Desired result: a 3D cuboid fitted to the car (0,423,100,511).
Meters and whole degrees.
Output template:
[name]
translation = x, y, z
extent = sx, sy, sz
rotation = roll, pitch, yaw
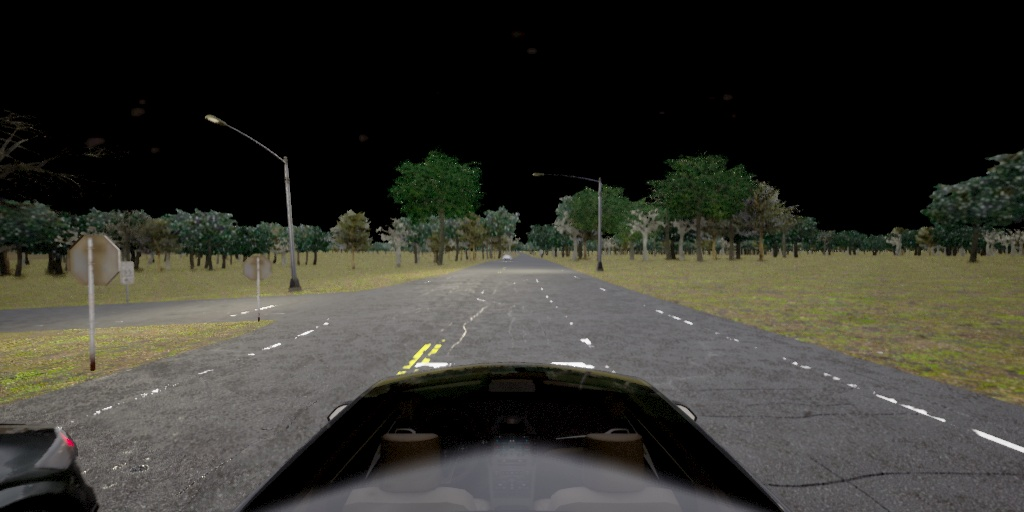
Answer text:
[car]
translation = -3.510, 1.316, 0.380
extent = 1.994, 1.385, 4.181
rotation = 0, 0, 0
